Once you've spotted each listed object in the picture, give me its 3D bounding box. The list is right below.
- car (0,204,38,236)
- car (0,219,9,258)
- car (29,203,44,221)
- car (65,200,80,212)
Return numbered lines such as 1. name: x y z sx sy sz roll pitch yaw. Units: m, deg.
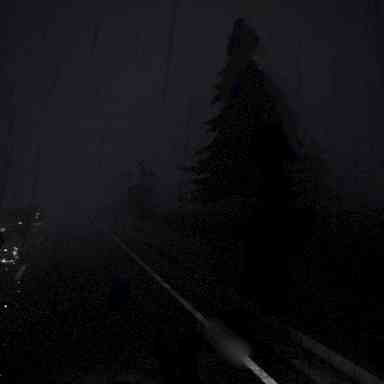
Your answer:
1. car: -10.680 1.720 19.679 2.128 1.511 4.902 -1 0 -20
2. car: -7.125 1.758 10.098 1.895 1.301 4.718 -1 0 -20
3. car: -14.378 1.806 29.747 1.837 1.490 4.892 -1 1 -20
4. car: -16.207 1.795 45.110 1.882 1.535 5.008 -1 0 -20
